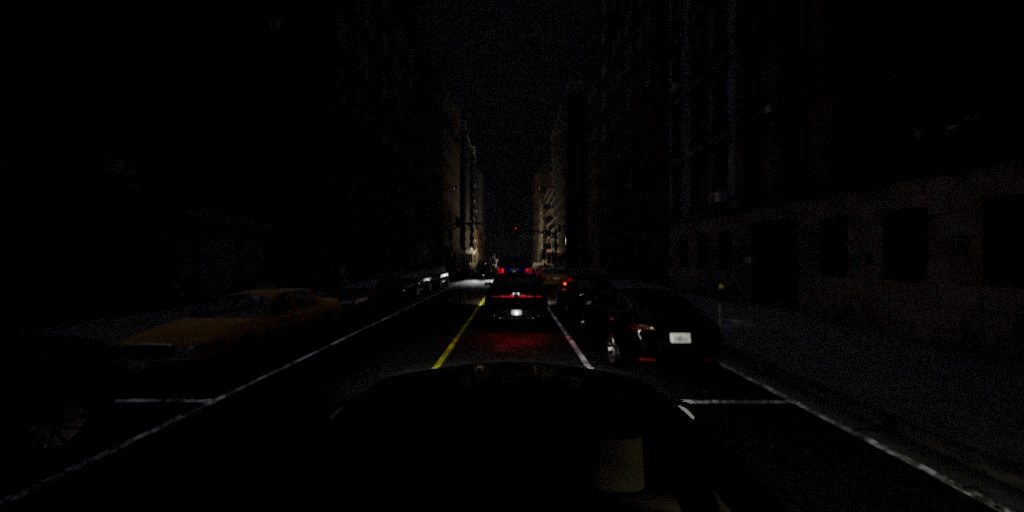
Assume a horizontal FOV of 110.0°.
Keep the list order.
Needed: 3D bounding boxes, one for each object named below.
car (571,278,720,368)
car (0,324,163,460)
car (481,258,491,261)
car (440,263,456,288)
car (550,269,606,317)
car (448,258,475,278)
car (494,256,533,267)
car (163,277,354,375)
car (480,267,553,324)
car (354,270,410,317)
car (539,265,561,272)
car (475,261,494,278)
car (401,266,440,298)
[{"bbox_3d":[2.656,1.332,7.712,1.948,1.339,4.313,0,0,0],"label":"car"},{"bbox_3d":[-5.390,1.317,2.341,1.948,1.339,4.313,0,0,0],"label":"car"},{"bbox_3d":[-5.154,1.430,61.281,2.007,1.370,4.403,0,0,0],"label":"car"},{"bbox_3d":[-5.303,1.354,23.993,2.007,1.370,4.403,0,0,0],"label":"car"},{"bbox_3d":[2.678,1.346,13.125,1.948,1.339,4.313,0,0,0],"label":"car"},{"bbox_3d":[-5.260,1.141,34.818,2.192,1.841,5.009,0,0,0],"label":"car"},{"bbox_3d":[0.183,1.024,23.163,2.150,2.045,5.566,0,0,0],"label":"car"},{"bbox_3d":[-5.369,1.291,7.584,1.751,1.417,4.829,0,0,0],"label":"car"},{"bbox_3d":[0.134,1.282,12.068,1.837,1.490,4.892,0,0,0],"label":"car"},{"bbox_3d":[-5.347,1.362,13.167,1.802,1.307,4.207,0,0,0],"label":"car"},{"bbox_3d":[2.722,1.330,24.121,1.751,1.417,4.829,0,0,0],"label":"car"},{"bbox_3d":[-2.621,1.458,35.178,1.895,1.301,4.718,0,0,0],"label":"car"},{"bbox_3d":[-5.325,1.343,18.580,2.007,1.370,4.403,0,0,0],"label":"car"}]
